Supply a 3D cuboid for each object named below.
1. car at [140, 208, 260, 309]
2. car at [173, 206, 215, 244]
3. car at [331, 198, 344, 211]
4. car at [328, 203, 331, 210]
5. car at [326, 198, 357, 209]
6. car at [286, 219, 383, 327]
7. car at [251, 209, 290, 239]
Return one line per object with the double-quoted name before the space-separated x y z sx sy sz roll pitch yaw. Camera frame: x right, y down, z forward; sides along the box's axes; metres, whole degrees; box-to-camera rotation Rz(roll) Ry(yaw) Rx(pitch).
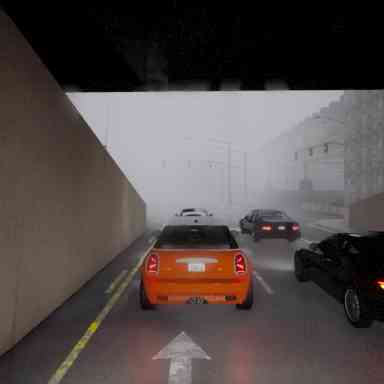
"car" 0.087 1.352 8.013 2.097 1.767 4.553 0 0 0
"car" 0.095 1.526 16.691 1.812 1.442 4.674 0 0 0
"car" 17.424 1.453 34.254 2.038 1.542 4.974 0 0 -35
"car" 17.527 1.453 38.861 2.038 1.542 4.974 0 0 45
"car" 17.563 1.295 38.898 1.853 1.218 4.536 0 0 45
"car" 3.585 1.526 6.870 1.812 1.442 4.674 0 0 0
"car" 3.628 1.547 16.362 2.033 1.411 5.357 0 0 -3
